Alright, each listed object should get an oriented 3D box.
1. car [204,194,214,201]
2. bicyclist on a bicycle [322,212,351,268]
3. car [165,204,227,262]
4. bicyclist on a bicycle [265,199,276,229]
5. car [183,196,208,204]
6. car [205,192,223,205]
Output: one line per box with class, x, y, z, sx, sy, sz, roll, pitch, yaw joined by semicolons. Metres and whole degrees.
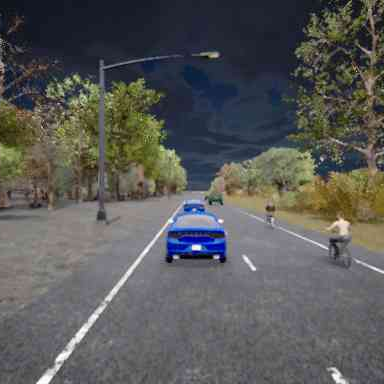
car;3.739;1.180;73.462;1.882;1.535;5.008;0;0;0
bicyclist on a bicycle;4.469;1.399;10.116;0.866;1.612;1.509;0;0;1
car;0.133;1.427;11.953;1.882;1.535;5.008;0;0;0
bicyclist on a bicycle;4.526;1.295;19.323;0.659;1.776;1.843;0;0;0
car;0.194;1.350;30.574;1.882;1.535;5.008;0;0;0
car;3.774;1.004;54.041;2.150;2.045;5.566;0;1;0
